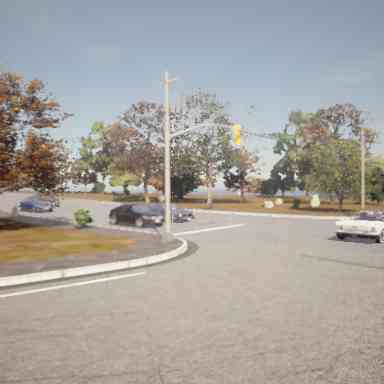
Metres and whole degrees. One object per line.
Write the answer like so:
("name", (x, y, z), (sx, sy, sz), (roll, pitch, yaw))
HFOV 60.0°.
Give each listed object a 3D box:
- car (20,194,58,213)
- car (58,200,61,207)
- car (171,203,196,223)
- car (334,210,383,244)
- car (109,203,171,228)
("car", (-15.541, 1.235, 33.114), (4.674, 1.442, 1.812), (3, 2, 42))
("car", (-17.366, 0.983, 39.450), (4.892, 1.490, 1.837), (3, 3, 42))
("car", (-2.206, 1.537, 25.881), (5.357, 1.411, 2.033), (1, 1, 42))
("car", (8.603, 1.569, 15.902), (4.718, 1.301, 1.895), (-1, 0, -44))
("car", (-3.842, 1.546, 22.636), (4.674, 1.442, 1.812), (1, 1, 43))
